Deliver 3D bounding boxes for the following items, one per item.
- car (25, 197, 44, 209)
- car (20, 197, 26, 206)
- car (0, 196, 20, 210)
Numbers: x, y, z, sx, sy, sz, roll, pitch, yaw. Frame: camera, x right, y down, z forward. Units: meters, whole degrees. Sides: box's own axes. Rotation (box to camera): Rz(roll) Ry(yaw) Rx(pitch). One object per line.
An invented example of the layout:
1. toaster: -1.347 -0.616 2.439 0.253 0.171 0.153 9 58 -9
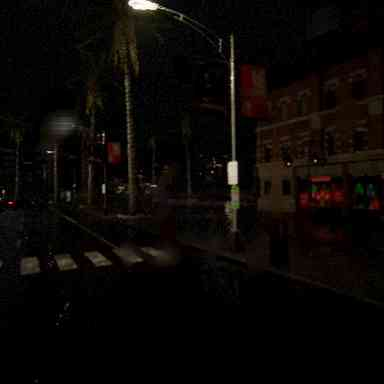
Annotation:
1. car: -22.571 1.592 48.195 1.812 1.442 4.674 -1 0 -30
2. car: -28.265 1.579 56.658 1.882 1.535 5.008 -1 0 -38
3. car: -25.326 1.620 45.938 1.837 1.490 4.892 -1 0 -30
